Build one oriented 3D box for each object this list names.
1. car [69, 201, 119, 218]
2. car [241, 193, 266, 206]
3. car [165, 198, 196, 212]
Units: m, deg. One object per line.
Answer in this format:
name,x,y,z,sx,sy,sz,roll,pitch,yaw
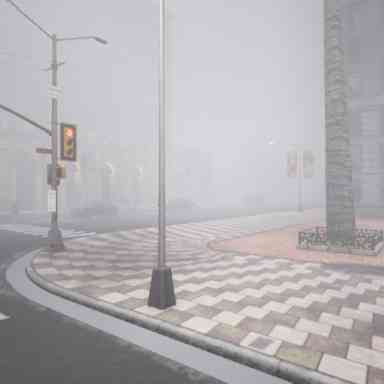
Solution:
car,-8.695,1.523,29.897,1.812,1.442,4.674,0,0,39
car,10.015,1.220,53.628,2.150,2.045,5.566,0,0,38
car,-1.508,1.501,39.012,1.837,1.490,4.892,0,0,39
